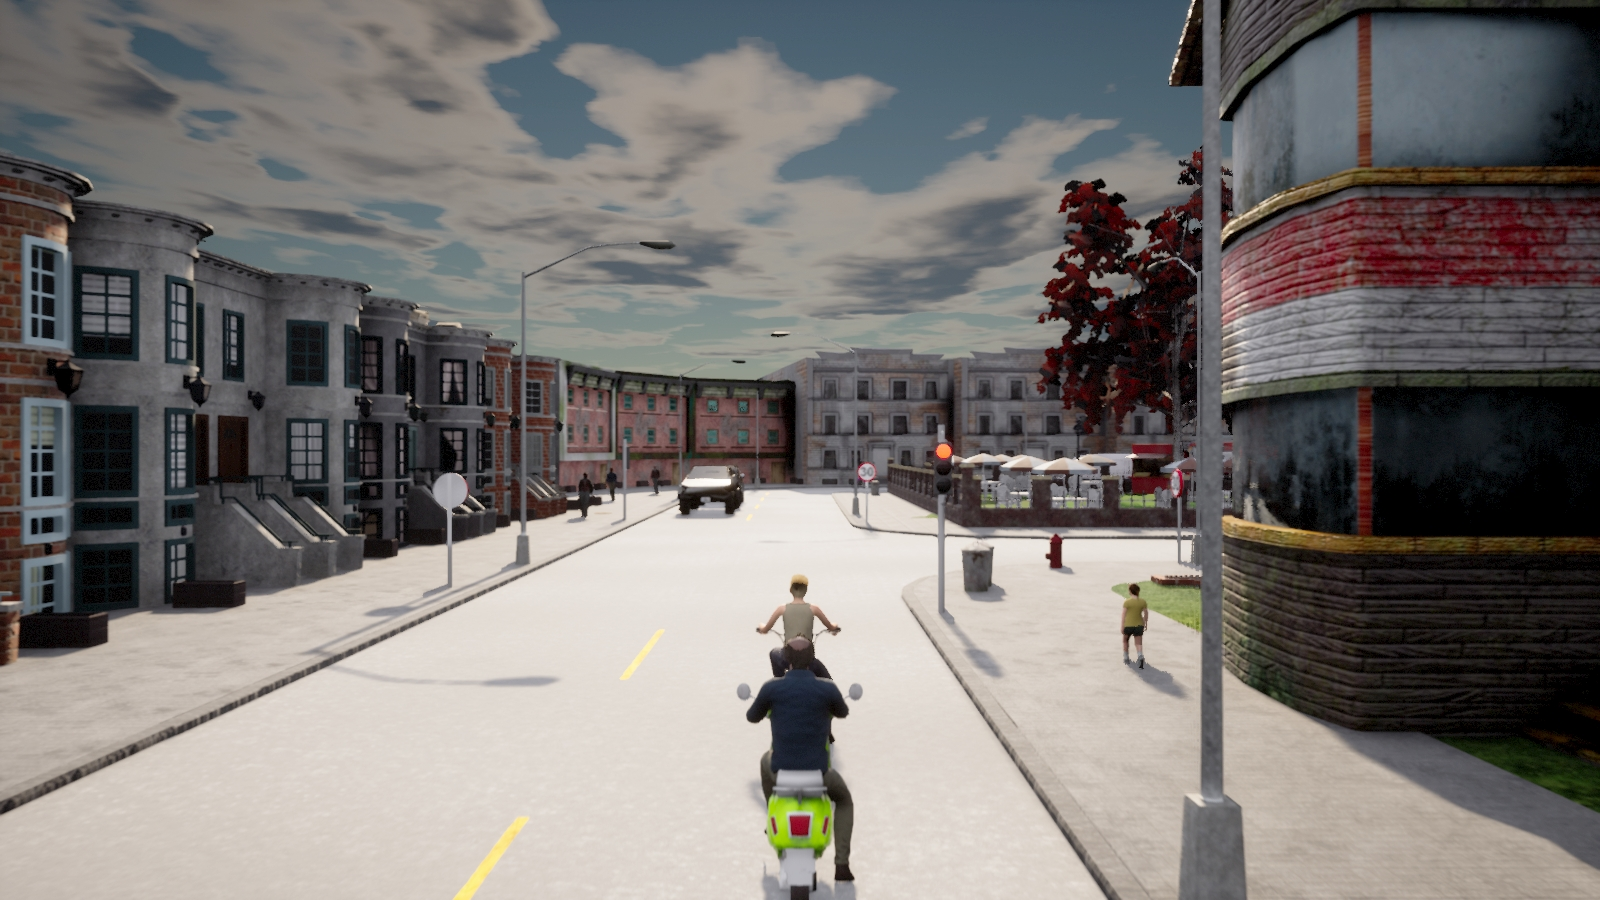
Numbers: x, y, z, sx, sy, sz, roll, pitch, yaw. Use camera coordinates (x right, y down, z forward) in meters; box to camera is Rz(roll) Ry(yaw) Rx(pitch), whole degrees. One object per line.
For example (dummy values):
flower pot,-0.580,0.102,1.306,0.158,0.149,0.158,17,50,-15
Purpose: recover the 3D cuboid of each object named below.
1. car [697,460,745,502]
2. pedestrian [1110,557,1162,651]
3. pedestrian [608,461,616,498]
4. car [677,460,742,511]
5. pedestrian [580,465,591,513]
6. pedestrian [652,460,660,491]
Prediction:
car,-4.047,1.560,59.284,2.150,2.045,5.566,0,0,0
pedestrian,4.177,1.904,14.219,0.500,1.100,0.500,0,0,0
pedestrian,-9.728,1.525,59.231,0.375,1.860,0.375,0,0,-6
car,-3.993,1.534,51.560,2.390,2.098,6.274,0,0,0
pedestrian,-8.434,1.525,44.892,0.375,1.860,0.375,0,0,-3
pedestrian,-8.659,1.525,68.699,0.375,1.860,0.375,0,0,7
